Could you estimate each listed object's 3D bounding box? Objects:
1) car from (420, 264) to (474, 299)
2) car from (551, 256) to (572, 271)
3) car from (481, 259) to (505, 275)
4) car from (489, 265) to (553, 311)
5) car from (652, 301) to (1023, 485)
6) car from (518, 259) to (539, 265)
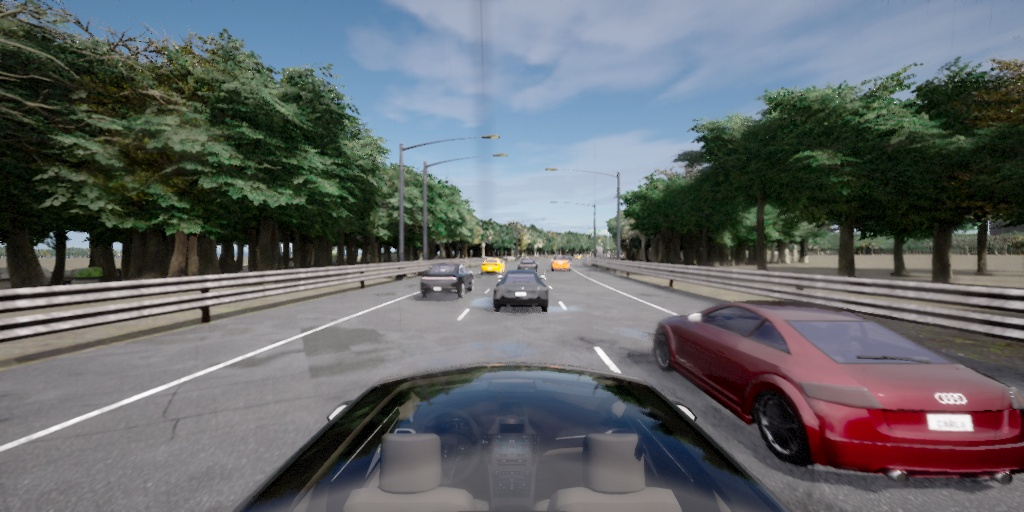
[{"bbox_3d":[-3.017,1.138,17.412,2.128,1.511,4.902,0,0,2],"label":"car"},{"bbox_3d":[5.772,0.833,43.016,2.097,1.767,4.553,0,0,6],"label":"car"},{"bbox_3d":[-1.844,1.005,35.782,1.882,1.535,5.008,0,0,5],"label":"car"},{"bbox_3d":[0.363,1.234,14.058,1.994,1.385,4.181,0,0,2],"label":"car"},{"bbox_3d":[3.541,1.295,4.885,1.994,1.385,4.181,0,0,1],"label":"car"},{"bbox_3d":[1.597,1.026,34.907,2.128,1.511,4.902,0,0,5],"label":"car"}]
